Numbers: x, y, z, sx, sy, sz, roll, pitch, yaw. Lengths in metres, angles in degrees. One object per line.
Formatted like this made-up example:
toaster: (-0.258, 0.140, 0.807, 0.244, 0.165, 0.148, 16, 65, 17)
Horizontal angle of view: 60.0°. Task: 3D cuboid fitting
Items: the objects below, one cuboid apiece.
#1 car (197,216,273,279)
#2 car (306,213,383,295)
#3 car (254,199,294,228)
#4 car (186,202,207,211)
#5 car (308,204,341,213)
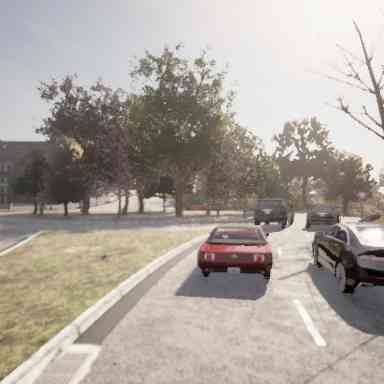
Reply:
car: (1.442, 1.648, 10.301, 1.895, 1.301, 4.718, 0, -1, 11)
car: (4.441, 1.522, 8.663, 2.128, 1.511, 4.902, 0, 0, 9)
car: (6.149, 1.511, 24.583, 2.150, 2.045, 5.566, -1, -1, 25)
car: (1.043, 2.702, 62.047, 4.553, 1.767, 2.097, -1, -2, 31)
car: (9.619, 1.630, 24.104, 2.097, 1.767, 4.553, -1, -2, 26)
